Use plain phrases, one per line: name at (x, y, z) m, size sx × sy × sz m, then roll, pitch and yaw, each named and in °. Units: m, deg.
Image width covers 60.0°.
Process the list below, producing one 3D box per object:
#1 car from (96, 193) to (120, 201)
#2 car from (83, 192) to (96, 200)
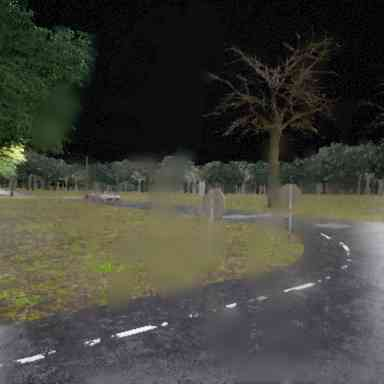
car at (-13.335, 0.763, 53.619) m, size 1.895 × 1.301 × 4.718 m, roll 2°, pitch -1°, yaw -34°
car at (-18.070, 0.729, 60.174) m, size 1.895 × 1.301 × 4.718 m, roll 2°, pitch -1°, yaw -36°
